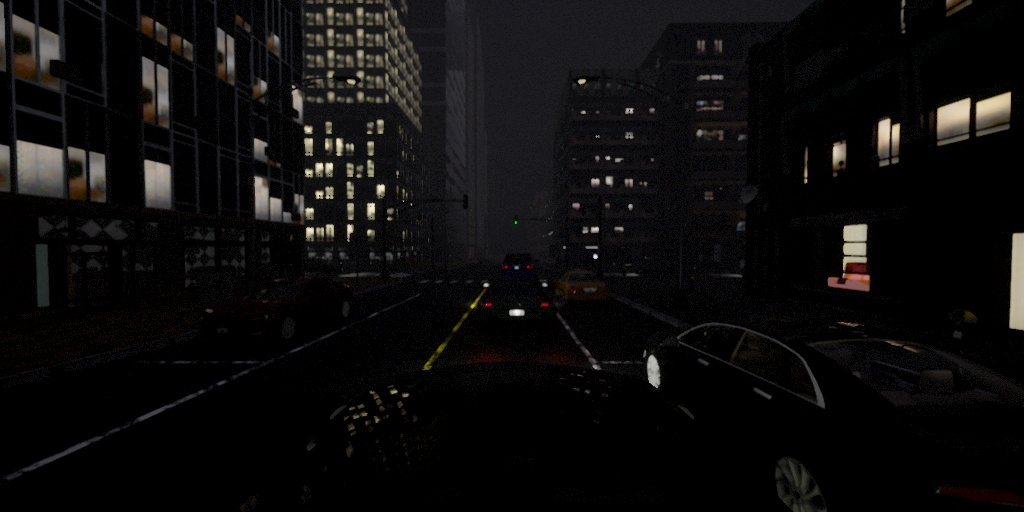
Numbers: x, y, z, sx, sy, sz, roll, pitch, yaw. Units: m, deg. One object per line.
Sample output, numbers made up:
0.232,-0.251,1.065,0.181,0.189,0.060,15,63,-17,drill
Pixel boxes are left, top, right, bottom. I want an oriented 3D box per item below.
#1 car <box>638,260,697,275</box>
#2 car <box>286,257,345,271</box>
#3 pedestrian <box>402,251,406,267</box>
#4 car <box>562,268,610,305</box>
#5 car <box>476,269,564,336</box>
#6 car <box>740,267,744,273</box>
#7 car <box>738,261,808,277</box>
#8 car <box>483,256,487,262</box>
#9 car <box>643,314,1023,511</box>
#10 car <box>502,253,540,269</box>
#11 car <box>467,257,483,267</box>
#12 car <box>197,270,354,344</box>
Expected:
15.373,1.149,35.585,5.357,1.411,2.033,0,1,1,car
-17.841,0.919,32.862,4.674,1.442,1.812,1,1,2,car
-12.526,0.369,41.516,0.375,1.860,0.375,0,1,1,pedestrian
2.825,1.171,15.215,1.751,1.417,4.829,0,0,0,car
0.103,1.247,10.187,1.994,1.385,4.181,0,0,0,car
21.731,1.361,29.717,4.313,1.339,1.948,0,0,1,car
25.721,1.236,35.436,5.357,1.411,2.033,0,1,1,car
-5.659,0.873,58.658,1.948,1.339,4.313,0,0,0,car
2.818,1.284,3.756,2.007,1.370,4.403,0,0,0,car
0.666,0.791,25.022,2.150,2.045,5.566,0,1,8,car
-5.662,0.876,52.834,1.751,1.417,4.829,0,0,0,car
-5.818,1.234,9.463,1.888,1.381,4.507,0,0,0,car
